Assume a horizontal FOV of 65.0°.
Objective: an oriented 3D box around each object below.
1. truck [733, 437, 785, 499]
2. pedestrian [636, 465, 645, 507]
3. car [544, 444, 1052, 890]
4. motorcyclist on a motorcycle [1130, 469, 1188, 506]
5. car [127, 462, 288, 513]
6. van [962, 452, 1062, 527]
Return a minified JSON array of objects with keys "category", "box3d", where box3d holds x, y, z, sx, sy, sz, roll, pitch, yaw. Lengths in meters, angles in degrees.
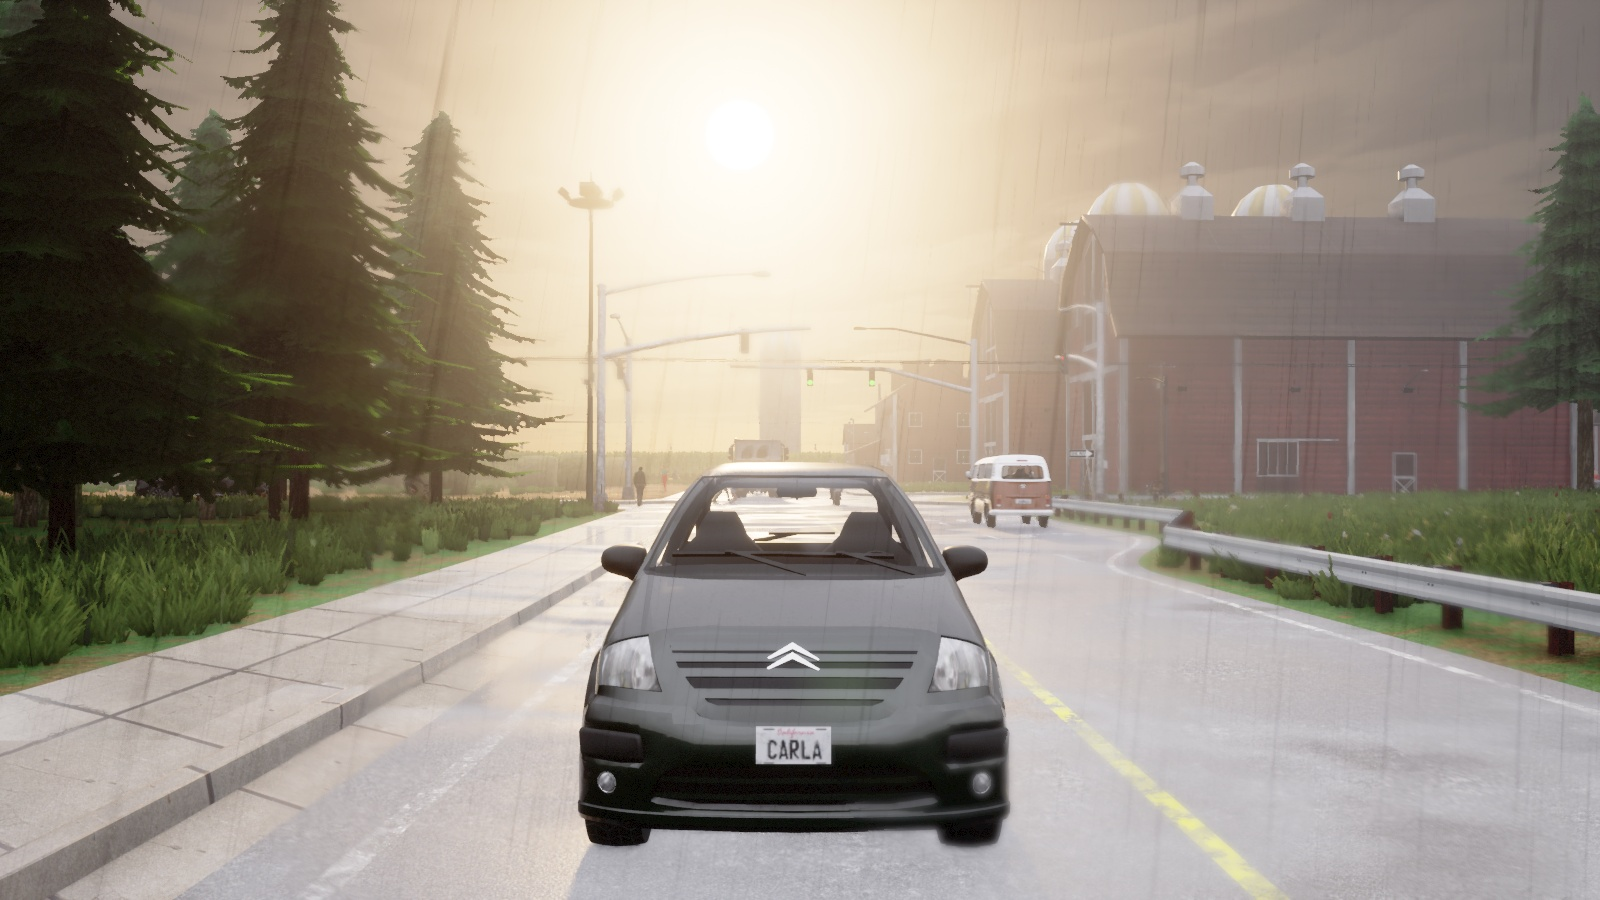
[{"category":"truck","box3d":[-2.453,1.075,73.816,2.891,3.462,7.936,0,-1,-2]},{"category":"pedestrian","box3d":[-7.006,1.588,55.197,0.353,1.847,0.614,0,-1,-2]},{"category":"car","box3d":[-0.021,0.823,6.581,1.851,1.617,3.988,0,-1,0]},{"category":"motorcyclist on a motorcycle","box3d":[15.961,1.662,55.810,2.350,1.649,0.766,0,-1,-1]},{"category":"car","box3d":[-24.170,1.518,51.378,5.566,2.045,2.150,0,-1,-1]},{"category":"van","box3d":[6.073,1.126,36.566,2.069,2.038,4.480,0,-1,-1]}]
